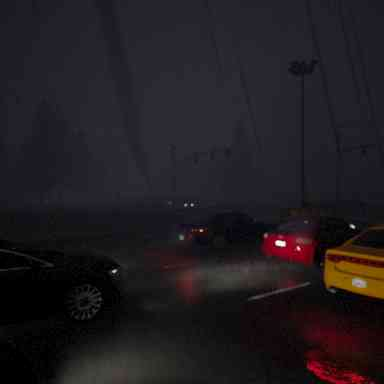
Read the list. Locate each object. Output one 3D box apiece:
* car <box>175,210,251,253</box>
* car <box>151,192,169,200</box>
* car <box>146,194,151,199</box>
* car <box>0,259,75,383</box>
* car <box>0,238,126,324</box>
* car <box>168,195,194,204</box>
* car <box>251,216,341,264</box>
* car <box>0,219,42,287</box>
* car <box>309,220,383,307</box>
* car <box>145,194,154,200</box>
[{"bbox_3d":[1.503,1.448,13.351,4.674,1.442,1.812,-1,0,-35],"label":"car"},{"bbox_3d":[-5.908,0.928,66.564,2.150,2.045,5.566,-1,0,-21],"label":"car"},{"bbox_3d":[-8.952,1.206,75.861,1.812,1.442,4.674,-1,0,-17],"label":"car"},{"bbox_3d":[-3.264,1.523,1.400,4.892,1.490,1.837,-1,1,-36],"label":"car"},{"bbox_3d":[-3.543,1.491,5.495,4.902,1.511,2.128,-1,0,-35],"label":"car"},{"bbox_3d":[-1.647,1.270,57.310,2.033,1.411,5.357,-1,0,-28],"label":"car"},{"bbox_3d":[4.272,1.479,11.018,4.181,1.385,1.994,-1,0,-35],"label":"car"},{"bbox_3d":[-6.570,1.557,7.666,5.357,1.411,2.033,-1,0,-35],"label":"car"},{"bbox_3d":[4.942,1.407,7.212,5.008,1.535,1.882,-1,0,-35],"label":"car"},{"bbox_3d":[-10.933,1.198,85.738,1.994,1.385,4.181,0,0,-10],"label":"car"}]
